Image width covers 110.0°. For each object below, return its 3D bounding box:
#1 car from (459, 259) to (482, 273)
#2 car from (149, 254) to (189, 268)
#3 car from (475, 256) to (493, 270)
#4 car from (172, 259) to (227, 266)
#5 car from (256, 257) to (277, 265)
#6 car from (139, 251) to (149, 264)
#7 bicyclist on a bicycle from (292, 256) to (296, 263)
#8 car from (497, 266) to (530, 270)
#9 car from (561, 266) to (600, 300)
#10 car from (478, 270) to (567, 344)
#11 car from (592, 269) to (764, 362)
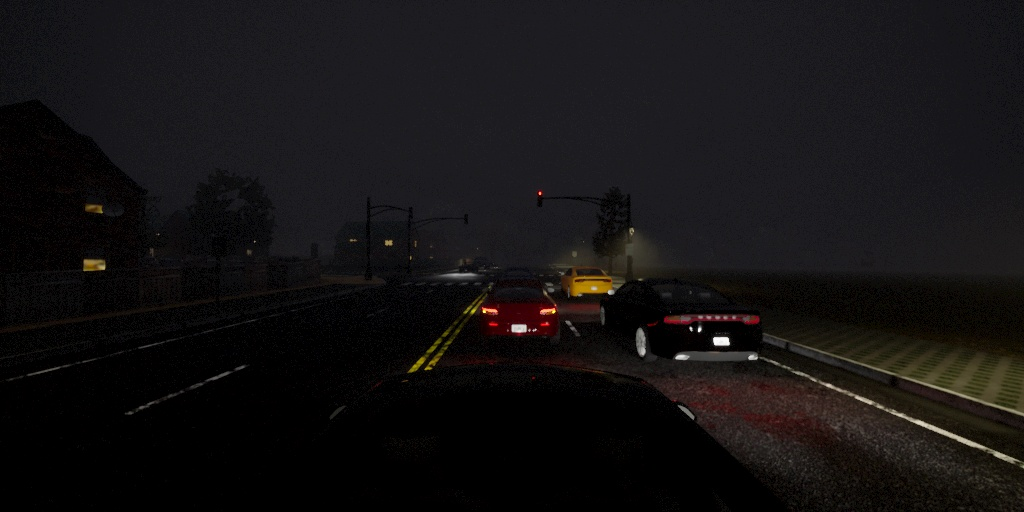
[{"bbox_3d":[-5.432,1.411,45.594,1.895,1.301,4.718,0,0,3],"label":"car"},{"bbox_3d":[-38.097,0.551,40.763,4.553,1.767,2.097,1,-1,16],"label":"car"},{"bbox_3d":[-4.841,1.056,56.050,2.150,2.045,5.566,0,0,4],"label":"car"},{"bbox_3d":[-30.821,0.870,35.676,4.718,1.301,1.895,1,-1,16],"label":"car"},{"bbox_3d":[-21.036,0.905,32.954,5.008,1.535,1.882,1,-1,16],"label":"car"},{"bbox_3d":[-40.898,0.326,38.498,5.566,2.045,2.150,1,-1,16],"label":"car"},{"bbox_3d":[-24.220,0.774,39.930,0.582,1.620,1.656,1,-1,16],"label":"bicyclist on a bicycle"},{"bbox_3d":[0.295,1.286,18.556,1.812,1.442,4.674,0,0,0],"label":"car"},{"bbox_3d":[3.545,1.236,17.741,1.882,1.535,5.008,0,0,1],"label":"car"},{"bbox_3d":[0.169,1.279,9.450,1.812,1.442,4.674,0,0,1],"label":"car"},{"bbox_3d":[3.408,1.230,8.273,1.882,1.535,5.008,0,0,0],"label":"car"}]
